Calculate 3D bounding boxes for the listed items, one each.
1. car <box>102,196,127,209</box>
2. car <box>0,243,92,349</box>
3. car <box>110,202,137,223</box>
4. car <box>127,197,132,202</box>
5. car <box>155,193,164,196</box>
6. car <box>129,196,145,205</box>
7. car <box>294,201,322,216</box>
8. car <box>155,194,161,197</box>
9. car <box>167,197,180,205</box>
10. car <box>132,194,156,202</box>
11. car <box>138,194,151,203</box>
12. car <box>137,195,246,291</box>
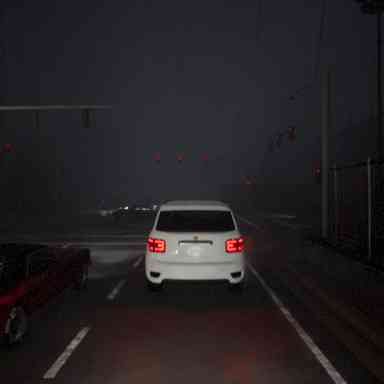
[{"bbox_3d":[-10.522,1.378,44.627,2.097,1.767,4.553,0,0,0],"label":"car"},{"bbox_3d":[-3.433,1.605,6.207,1.895,1.301,4.718,0,0,1],"label":"car"},{"bbox_3d":[-3.545,1.641,25.511,4.718,1.301,1.895,0,0,0],"label":"car"},{"bbox_3d":[-10.504,1.523,53.780,2.128,1.511,4.902,0,0,0],"label":"car"},{"bbox_3d":[-6.889,1.262,68.989,2.150,2.045,5.566,0,0,0],"label":"car"},{"bbox_3d":[-10.449,1.529,63.171,2.128,1.511,4.902,0,0,1],"label":"car"},{"bbox_3d":[12.419,1.600,32.695,4.674,1.442,1.812,0,0,-2],"label":"car"},{"bbox_3d":[-6.981,1.560,58.275,1.812,1.442,4.674,0,0,0],"label":"car"},{"bbox_3d":[-3.301,1.583,61.081,2.033,1.411,5.357,0,0,0],"label":"car"},{"bbox_3d":[-7.008,1.520,49.016,2.128,1.511,4.902,0,0,0],"label":"car"},{"bbox_3d":[-10.382,1.397,73.220,2.097,1.767,4.553,0,0,0],"label":"car"},{"bbox_3d":[0.087,1.227,9.132,2.150,2.045,5.566,0,0,0],"label":"car"}]
